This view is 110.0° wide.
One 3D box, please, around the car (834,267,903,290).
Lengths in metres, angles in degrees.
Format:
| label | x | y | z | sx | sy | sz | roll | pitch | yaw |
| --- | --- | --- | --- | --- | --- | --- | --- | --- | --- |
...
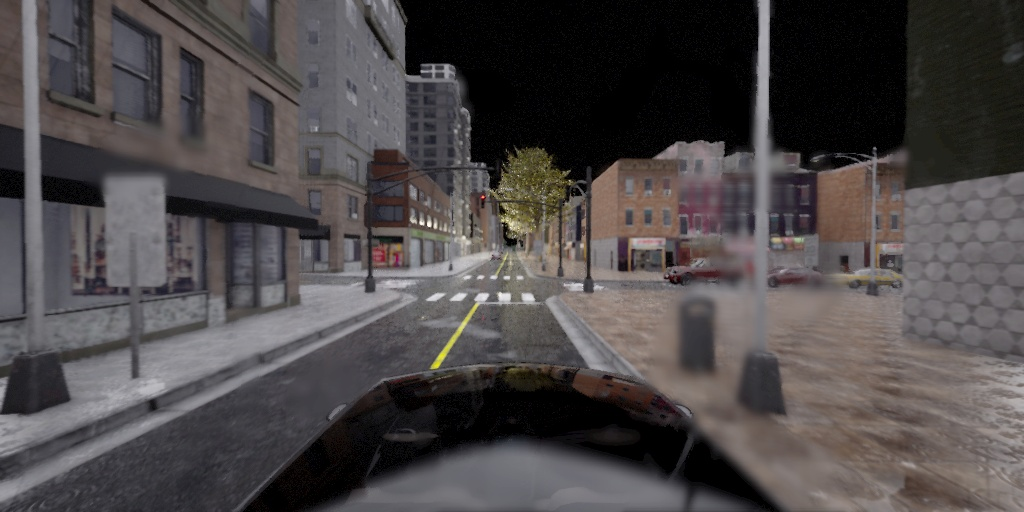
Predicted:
| label | x | y | z | sx | sy | sz | roll | pitch | yaw |
| --- | --- | --- | --- | --- | --- | --- | --- | --- | --- |
| car | 23.338 | 1.409 | 23.614 | 4.829 | 1.417 | 1.751 | 0 | 0 | 0 |

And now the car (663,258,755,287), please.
| label | x | y | z | sx | sy | sz | roll | pitch | yaw |
| --- | --- | --- | --- | --- | --- | --- | --- | --- | --- |
| car | 12.704 | 1.045 | 23.597 | 5.009 | 1.841 | 2.192 | 0 | 0 | 0 |

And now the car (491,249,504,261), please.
| label | x | y | z | sx | sy | sz | roll | pitch | yaw |
| --- | --- | --- | --- | --- | --- | --- | --- | --- | --- |
| car | -2.744 | 0.077 | 63.002 | 1.812 | 1.442 | 4.674 | 0 | 3 | 0 |

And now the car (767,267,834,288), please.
| label | x | y | z | sx | sy | sz | roll | pitch | yaw |
| --- | --- | --- | --- | --- | --- | --- | --- | --- | --- |
| car | 18.106 | 1.389 | 23.605 | 4.207 | 1.307 | 1.802 | 0 | 0 | 0 |
